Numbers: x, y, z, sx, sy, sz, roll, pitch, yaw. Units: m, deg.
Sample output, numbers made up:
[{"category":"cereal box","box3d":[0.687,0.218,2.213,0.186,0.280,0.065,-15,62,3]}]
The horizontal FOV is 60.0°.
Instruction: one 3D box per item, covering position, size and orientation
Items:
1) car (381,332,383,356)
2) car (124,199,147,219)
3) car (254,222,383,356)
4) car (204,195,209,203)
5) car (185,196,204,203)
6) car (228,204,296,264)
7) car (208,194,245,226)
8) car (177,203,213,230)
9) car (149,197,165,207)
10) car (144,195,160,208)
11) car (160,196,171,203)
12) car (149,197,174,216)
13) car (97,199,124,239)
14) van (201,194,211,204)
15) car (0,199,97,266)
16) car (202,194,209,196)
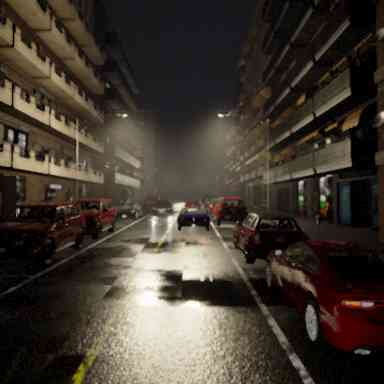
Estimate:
[{"category":"car","box3d":[2.584,1.544,0.602,1.887,1.381,4.507,1,0,0]},{"category":"car","box3d":[-5.302,1.529,28.315,1.947,1.339,4.313,1,0,0]},{"category":"car","box3d":[2.583,1.534,6.132,1.887,1.381,4.507,1,0,0]},{"category":"car","box3d":[2.545,1.402,33.789,1.967,1.590,4.097,1,0,0]},{"category":"car","box3d":[0.093,1.526,40.896,1.994,1.385,4.181,0,0,0]},{"category":"car","box3d":[2.592,1.421,11.664,1.967,1.590,4.097,1,0,0]},{"category":"car","box3d":[2.551,1.283,22.725,2.192,1.841,5.009,1,0,0]},{"category":"car","box3d":[0.095,1.570,20.728,1.895,1.301,4.718,0,0,0]},{"category":"car","box3d":[-5.307,1.511,50.436,1.887,1.381,4.507,1,0,0]},{"category":"car","box3d":[-5.300,1.278,44.905,2.192,1.841,5.009,1,0,0]},{"category":"car","box3d":[-5.311,1.572,67.030,1.802,1.307,4.206,1,0,0]},{"category":"car","box3d":[-2.756,1.487,32.373,1.812,1.442,4.674,0,0,0]},{"category":"car","box3d":[-5.294,1.289,17.252,2.192,1.841,5.009,1,0,0]},{"category":"van","box3d":[2.541,1.321,61.446,1.690,1.788,3.998,1,0,0]},{"category":"car","box3d":[-5.293,1.296,11.722,2.192,1.841,5.009,1,0,0]},{"category":"car","box3d":[2.543,1.288,55.914,2.192,1.841,5.009,1,0,0]}]
